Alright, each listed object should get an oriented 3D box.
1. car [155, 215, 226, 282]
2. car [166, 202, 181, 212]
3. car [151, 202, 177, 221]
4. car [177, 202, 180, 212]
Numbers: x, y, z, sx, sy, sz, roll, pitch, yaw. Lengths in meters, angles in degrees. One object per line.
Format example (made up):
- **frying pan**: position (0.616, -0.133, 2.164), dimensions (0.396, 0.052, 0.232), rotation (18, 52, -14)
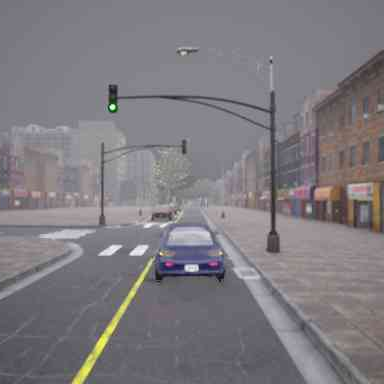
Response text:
- **car**: position (-0.118, 1.637, 10.070), dimensions (1.812, 1.442, 4.674), rotation (0, -1, -3)
- **car**: position (-2.832, 2.316, 53.014), dimensions (2.128, 1.511, 4.902), rotation (0, -1, 0)
- **car**: position (-2.862, 1.942, 32.839), dimensions (1.882, 1.535, 5.008), rotation (0, -1, 0)
- **car**: position (-2.843, 2.168, 42.826), dimensions (1.812, 1.442, 4.674), rotation (0, -1, 0)
